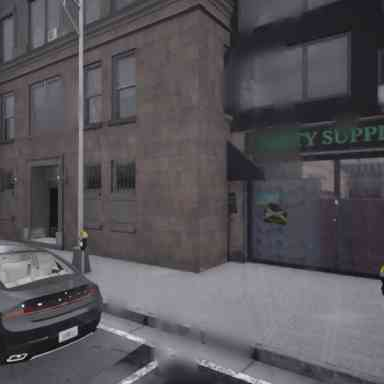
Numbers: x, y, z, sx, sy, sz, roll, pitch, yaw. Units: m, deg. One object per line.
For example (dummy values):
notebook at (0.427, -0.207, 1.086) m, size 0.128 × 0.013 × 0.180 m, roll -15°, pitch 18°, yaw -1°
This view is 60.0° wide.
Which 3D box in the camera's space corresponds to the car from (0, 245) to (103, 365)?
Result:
car at (-3.330, 1.550, 5.452) m, size 4.403 × 1.369 × 2.008 m, roll 0°, pitch 0°, yaw 35°
